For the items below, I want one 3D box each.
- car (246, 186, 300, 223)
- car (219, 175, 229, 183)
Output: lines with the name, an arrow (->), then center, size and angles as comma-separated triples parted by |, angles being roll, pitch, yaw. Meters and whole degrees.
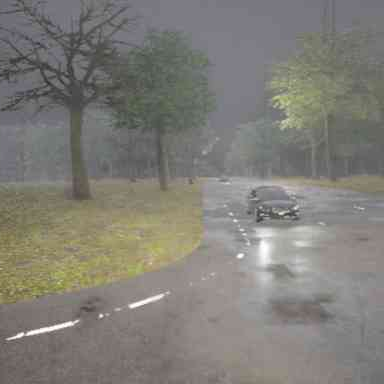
car -> 3.733, 0.491, 16.065 | 1.837, 1.490, 4.892 | -2, 3, 2
car -> 6.500, -2.649, 67.570 | 2.033, 1.411, 5.357 | -2, 3, 9
